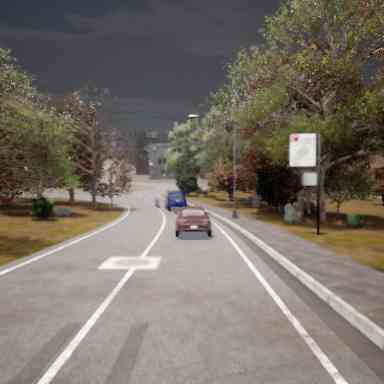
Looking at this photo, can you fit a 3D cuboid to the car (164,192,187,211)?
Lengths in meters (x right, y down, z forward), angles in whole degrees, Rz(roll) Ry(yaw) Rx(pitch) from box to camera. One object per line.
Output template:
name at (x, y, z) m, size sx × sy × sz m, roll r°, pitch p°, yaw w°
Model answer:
car at (-1.966, 0.998, 38.692) m, size 2.150 × 2.045 × 5.566 m, roll -1°, pitch 2°, yaw -10°

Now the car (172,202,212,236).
car at (0.021, 1.492, 18.005) m, size 1.812 × 1.442 × 4.674 m, roll 0°, pitch 0°, yaw -2°
